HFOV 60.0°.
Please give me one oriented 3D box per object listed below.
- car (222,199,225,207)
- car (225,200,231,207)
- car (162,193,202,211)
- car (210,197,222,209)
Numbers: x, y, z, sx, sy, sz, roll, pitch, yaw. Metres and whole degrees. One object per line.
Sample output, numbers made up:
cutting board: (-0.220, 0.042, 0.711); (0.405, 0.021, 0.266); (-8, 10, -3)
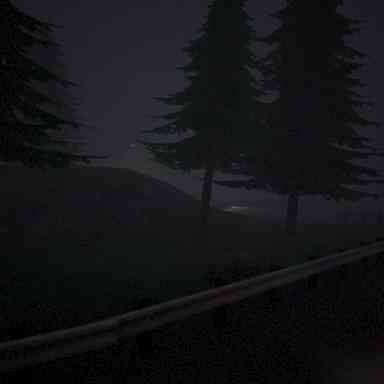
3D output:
car: (1.388, 1.176, 46.720); (5.566, 2.045, 2.150); (0, 0, 36)
car: (3.680, 1.519, 49.381); (4.181, 1.385, 1.994); (0, 0, 36)
car: (-0.874, 1.317, 39.721); (4.553, 1.767, 2.097); (0, 0, 36)
car: (0.995, 1.489, 42.687); (4.674, 1.442, 1.812); (0, 0, 36)
